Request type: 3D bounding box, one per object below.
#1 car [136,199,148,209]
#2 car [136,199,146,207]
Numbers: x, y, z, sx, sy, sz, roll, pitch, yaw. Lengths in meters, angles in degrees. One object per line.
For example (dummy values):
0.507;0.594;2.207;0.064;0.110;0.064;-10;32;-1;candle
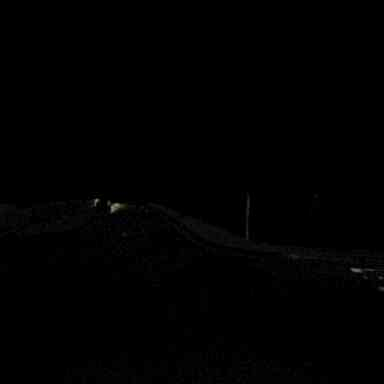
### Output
-8.484;2.018;56.749;1.882;1.535;5.008;0;-1;-10;car
-10.259;2.188;67.016;1.837;1.490;4.892;0;-1;-10;car
